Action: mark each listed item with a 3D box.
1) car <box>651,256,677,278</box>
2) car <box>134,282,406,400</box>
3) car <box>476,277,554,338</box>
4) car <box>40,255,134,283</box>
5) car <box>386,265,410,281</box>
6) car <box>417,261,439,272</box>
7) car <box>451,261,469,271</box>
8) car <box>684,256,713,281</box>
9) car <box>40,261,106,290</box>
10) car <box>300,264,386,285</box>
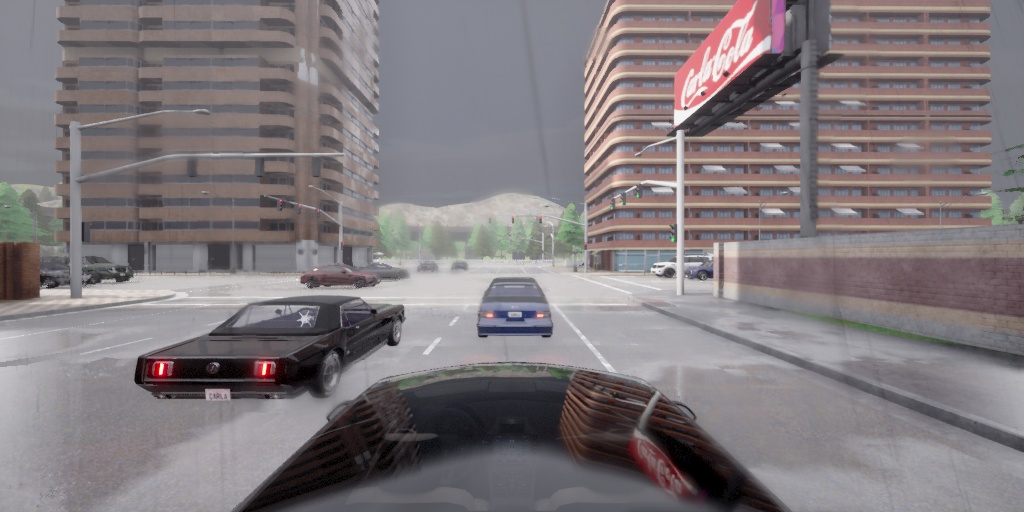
[{"bbox_3d":[15.862,0.972,33.222,5.566,2.045,2.150,0,0,0],"label":"car"},{"bbox_3d":[-3.450,1.351,6.453,1.895,1.301,4.718,0,0,0],"label":"car"},{"bbox_3d":[0.065,1.297,10.176,2.033,1.411,5.357,0,0,0],"label":"car"},{"bbox_3d":[-30.678,0.971,25.682,5.566,2.045,2.150,0,0,0],"label":"car"},{"bbox_3d":[-10.396,1.314,28.812,4.181,1.385,1.994,0,0,-29],"label":"car"},{"bbox_3d":[-10.654,1.314,45.574,1.994,1.385,4.181,0,0,1],"label":"car"},{"bbox_3d":[-7.141,1.314,49.394,1.994,1.385,4.181,0,0,1],"label":"car"},{"bbox_3d":[16.701,1.102,29.727,4.553,1.767,2.097,0,0,0],"label":"car"},{"bbox_3d":[-28.978,1.241,22.194,4.902,1.511,2.128,0,0,0],"label":"car"},{"bbox_3d":[-10.639,1.276,22.330,4.674,1.442,1.812,0,0,-1],"label":"car"}]
